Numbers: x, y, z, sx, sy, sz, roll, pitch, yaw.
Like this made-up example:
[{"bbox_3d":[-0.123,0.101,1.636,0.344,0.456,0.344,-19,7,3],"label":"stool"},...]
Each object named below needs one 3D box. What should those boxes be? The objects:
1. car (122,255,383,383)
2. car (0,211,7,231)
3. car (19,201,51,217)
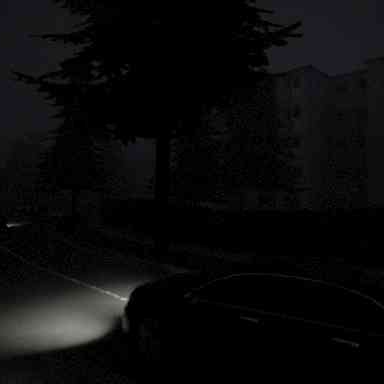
[{"bbox_3d":[1.163,1.592,4.239,4.892,1.490,1.837,0,-1,38],"label":"car"},{"bbox_3d":[-13.407,1.768,21.791,1.994,1.385,4.181,1,-1,-24],"label":"car"},{"bbox_3d":[-17.220,1.748,36.627,2.097,1.767,4.553,1,-1,-6],"label":"car"}]
